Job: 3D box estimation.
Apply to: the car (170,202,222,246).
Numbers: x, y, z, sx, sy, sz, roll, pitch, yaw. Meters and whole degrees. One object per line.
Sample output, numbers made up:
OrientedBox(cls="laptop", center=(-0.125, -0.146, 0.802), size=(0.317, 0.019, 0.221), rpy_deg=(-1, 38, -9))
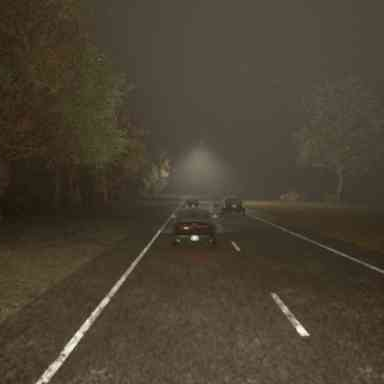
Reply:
OrientedBox(cls="car", center=(0.099, 1.423, 14.756), size=(1.837, 1.490, 4.892), rpy_deg=(0, 1, 0))

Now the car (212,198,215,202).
OrientedBox(cls="car", center=(3.512, 1.303, 41.392), size=(2.033, 1.411, 5.357), rpy_deg=(0, 0, 0))

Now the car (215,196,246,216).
OrientedBox(cls="car", center=(3.500, 1.177, 29.733), size=(2.097, 1.767, 4.553), rpy_deg=(0, 0, 0))

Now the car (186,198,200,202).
OrientedBox(cls="car", center=(0.103, 1.350, 33.994), size=(2.033, 1.411, 5.357), rpy_deg=(0, 0, 0))
